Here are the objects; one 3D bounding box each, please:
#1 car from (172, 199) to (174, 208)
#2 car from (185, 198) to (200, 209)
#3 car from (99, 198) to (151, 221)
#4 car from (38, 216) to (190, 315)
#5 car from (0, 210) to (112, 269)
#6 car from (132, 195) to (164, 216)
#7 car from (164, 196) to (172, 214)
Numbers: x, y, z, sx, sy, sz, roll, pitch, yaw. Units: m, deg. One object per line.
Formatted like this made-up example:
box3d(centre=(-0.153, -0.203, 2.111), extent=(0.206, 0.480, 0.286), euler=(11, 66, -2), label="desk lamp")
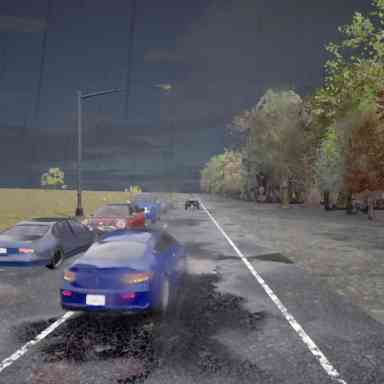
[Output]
box3d(centre=(-3.628, 1.358, 45.246), extent=(2.097, 1.767, 4.553), euler=(0, 0, 0), label="car")
box3d(centre=(0.026, 1.511, 44.322), extent=(1.837, 1.490, 4.892), euler=(0, 0, 0), label="car")
box3d(centre=(-3.588, 1.358, 15.835), extent=(2.097, 1.767, 4.553), euler=(0, 0, 5), label="car")
box3d(centre=(-1.208, 1.528, 7.530), extent=(1.812, 1.442, 4.674), euler=(0, 0, 8), label="car")
box3d(centre=(-4.658, 1.552, 11.045), extent=(2.033, 1.411, 5.357), euler=(0, 0, 5), label="car")
box3d(centre=(-3.624, 1.229, 25.235), extent=(2.150, 2.045, 5.566), euler=(0, 0, -1), label="car")
box3d(centre=(-3.621, 1.360, 35.239), extent=(2.097, 1.767, 4.553), euler=(0, 0, 0), label="car")
